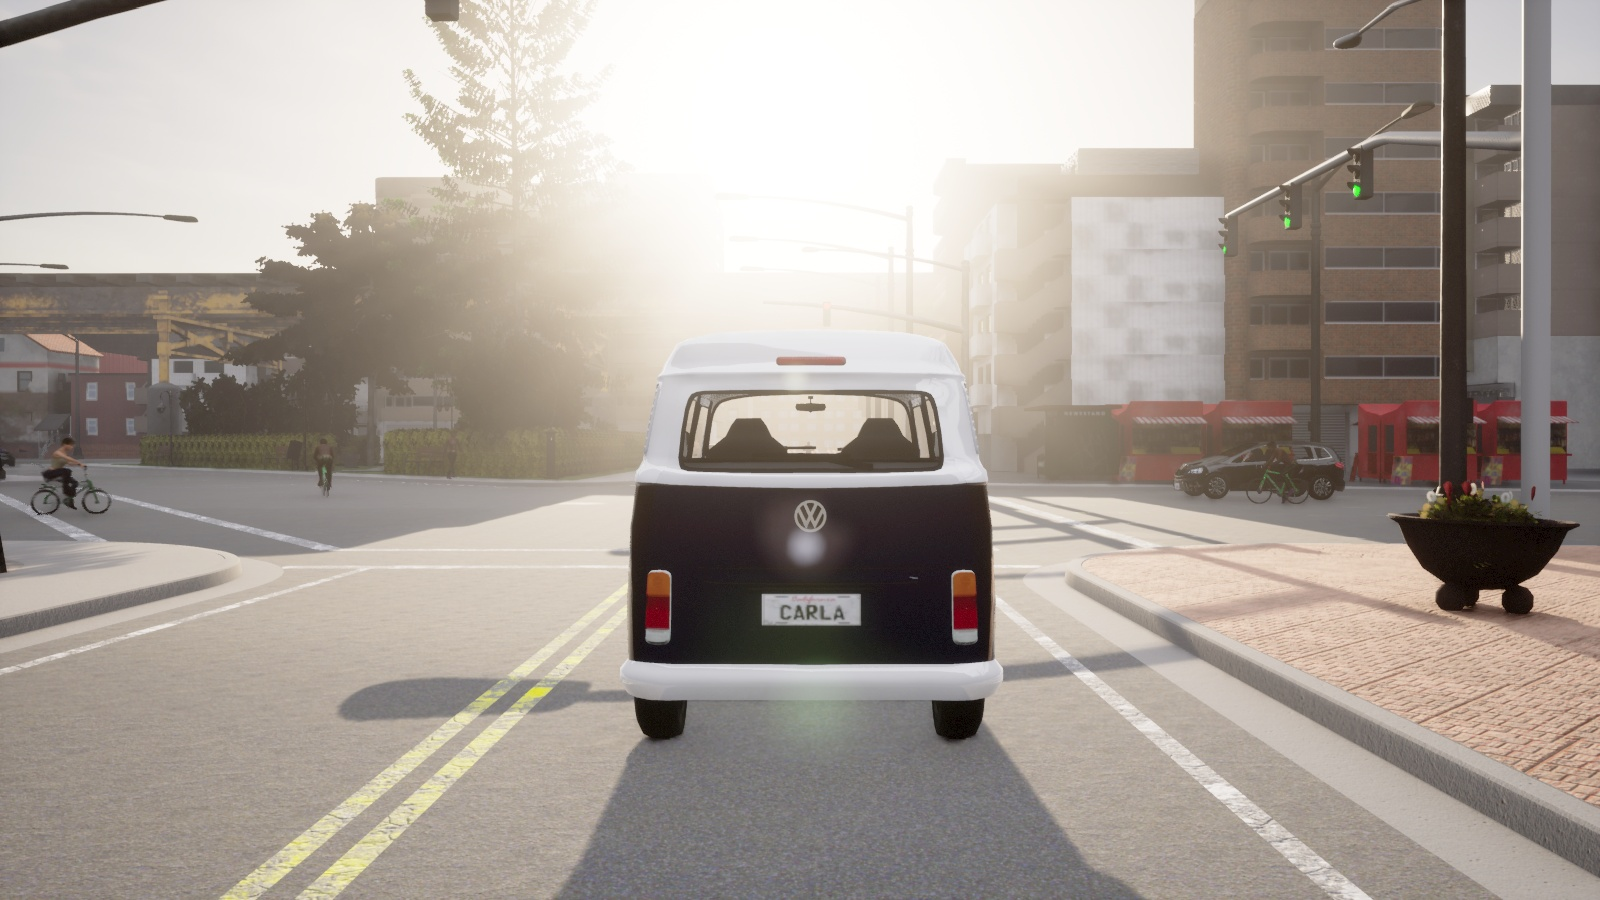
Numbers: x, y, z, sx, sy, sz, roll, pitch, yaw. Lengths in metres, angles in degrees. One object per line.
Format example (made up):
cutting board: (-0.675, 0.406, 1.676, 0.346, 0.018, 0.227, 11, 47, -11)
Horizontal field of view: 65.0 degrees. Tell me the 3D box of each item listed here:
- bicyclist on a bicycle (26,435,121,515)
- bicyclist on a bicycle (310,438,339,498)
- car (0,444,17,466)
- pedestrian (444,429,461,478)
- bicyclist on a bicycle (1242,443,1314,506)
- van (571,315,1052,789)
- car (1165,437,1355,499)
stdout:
bicyclist on a bicycle: (-14.965, 0.519, 25.896, 1.509, 1.612, 0.866, 0, -2, -15)
bicyclist on a bicycle: (-13.309, 0.485, 35.123, 0.582, 1.620, 1.656, -1, 0, -27)
car: (-52.345, 0.310, 81.191, 4.181, 1.385, 1.994, 0, 0, 45)
pedestrian: (-12.807, 0.128, 46.245, 0.328, 1.805, 0.869, 0, 0, -36)
bicyclist on a bicycle: (12.392, 0.626, 32.583, 1.656, 1.620, 0.582, 0, 0, 0)
van: (0.066, 0.427, 7.651, 2.069, 2.038, 4.480, 0, 0, 0)
car: (13.121, 0.503, 36.080, 4.611, 1.667, 2.242, 1, 0, 0)
